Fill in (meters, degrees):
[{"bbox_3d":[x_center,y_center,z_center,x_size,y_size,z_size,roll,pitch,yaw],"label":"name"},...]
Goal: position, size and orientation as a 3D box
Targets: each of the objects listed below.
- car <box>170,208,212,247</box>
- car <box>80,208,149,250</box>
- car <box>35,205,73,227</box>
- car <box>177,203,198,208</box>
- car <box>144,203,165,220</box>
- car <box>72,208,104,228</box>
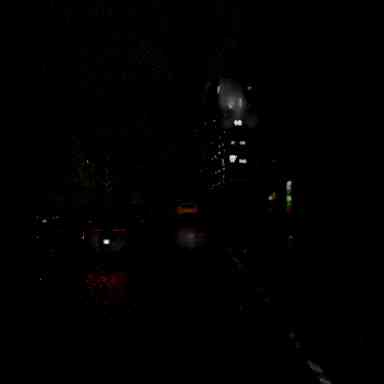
[{"bbox_3d":[-0.056,1.702,16.016,1.812,1.442,4.674,0,-1,-1],"label":"car"},{"bbox_3d":[-3.296,1.673,15.131,1.837,1.490,4.892,0,-1,-1],"label":"car"},{"bbox_3d":[-10.171,1.777,25.264,2.128,1.511,4.902,0,-1,-1],"label":"car"},{"bbox_3d":[-0.418,1.832,31.943,1.882,1.535,5.008,0,-1,-2],"label":"car"},{"bbox_3d":[-3.668,1.832,31.870,1.882,1.535,5.008,0,-1,-2],"label":"car"},{"bbox_3d":[-6.900,1.837,24.393,1.994,1.385,4.181,0,-1,-1],"label":"car"}]
